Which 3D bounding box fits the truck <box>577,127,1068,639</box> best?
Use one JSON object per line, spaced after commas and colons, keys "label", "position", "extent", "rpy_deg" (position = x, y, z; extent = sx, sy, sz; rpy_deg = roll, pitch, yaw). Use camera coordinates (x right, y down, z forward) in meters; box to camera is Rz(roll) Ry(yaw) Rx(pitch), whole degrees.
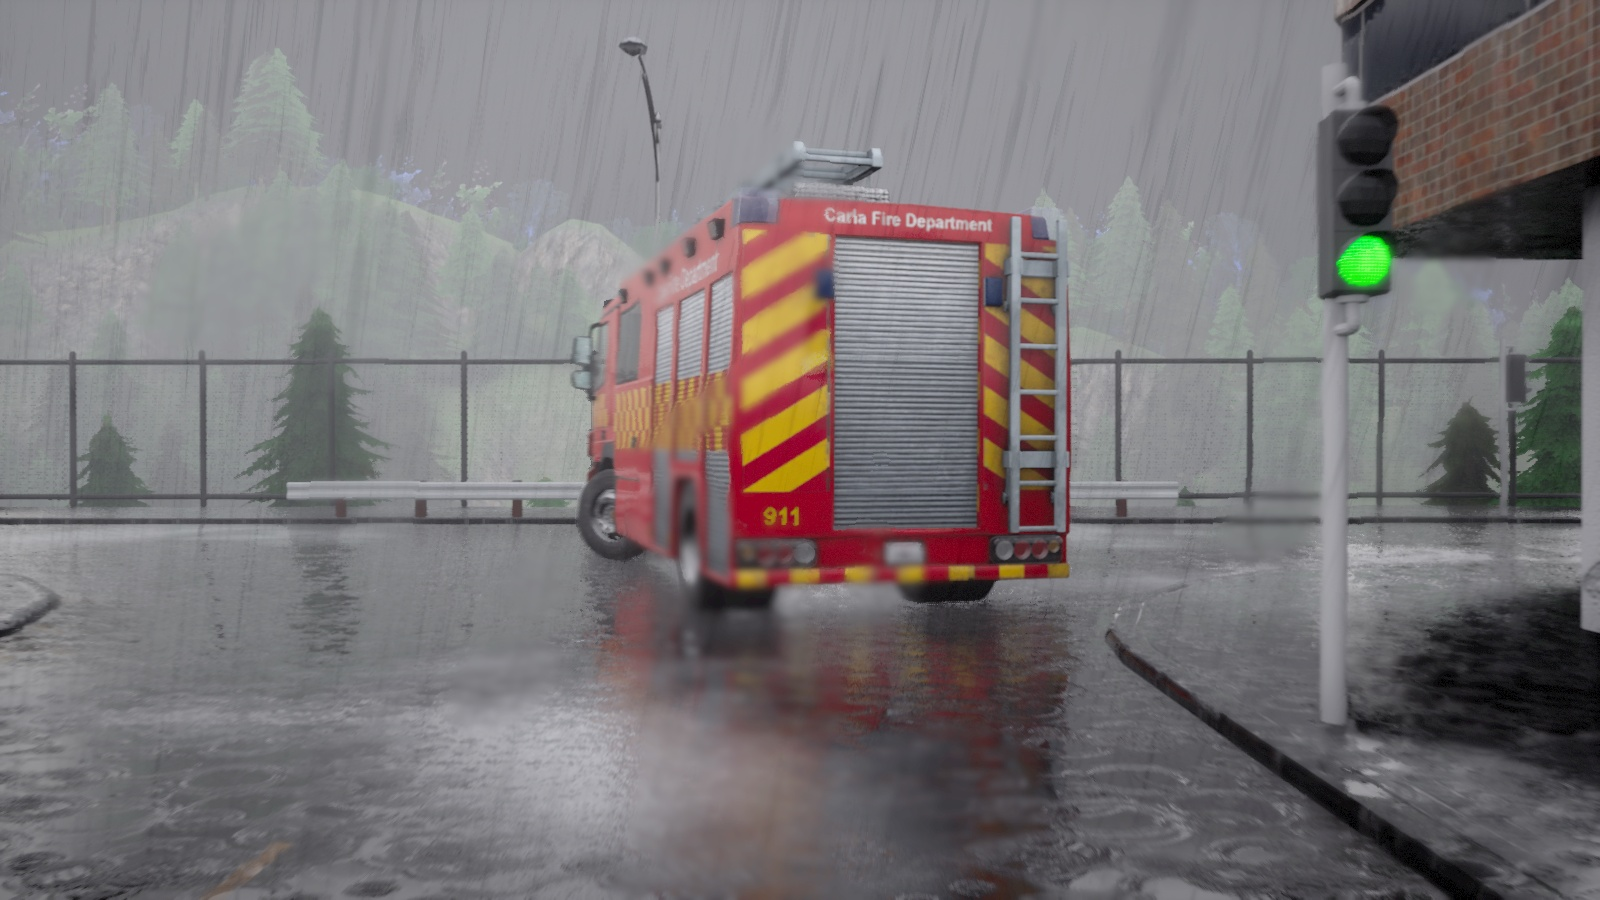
{"label": "truck", "position": [-0.460, -0.522, 13.858], "extent": [2.891, 3.827, 8.468], "rpy_deg": [0, 0, -17]}
